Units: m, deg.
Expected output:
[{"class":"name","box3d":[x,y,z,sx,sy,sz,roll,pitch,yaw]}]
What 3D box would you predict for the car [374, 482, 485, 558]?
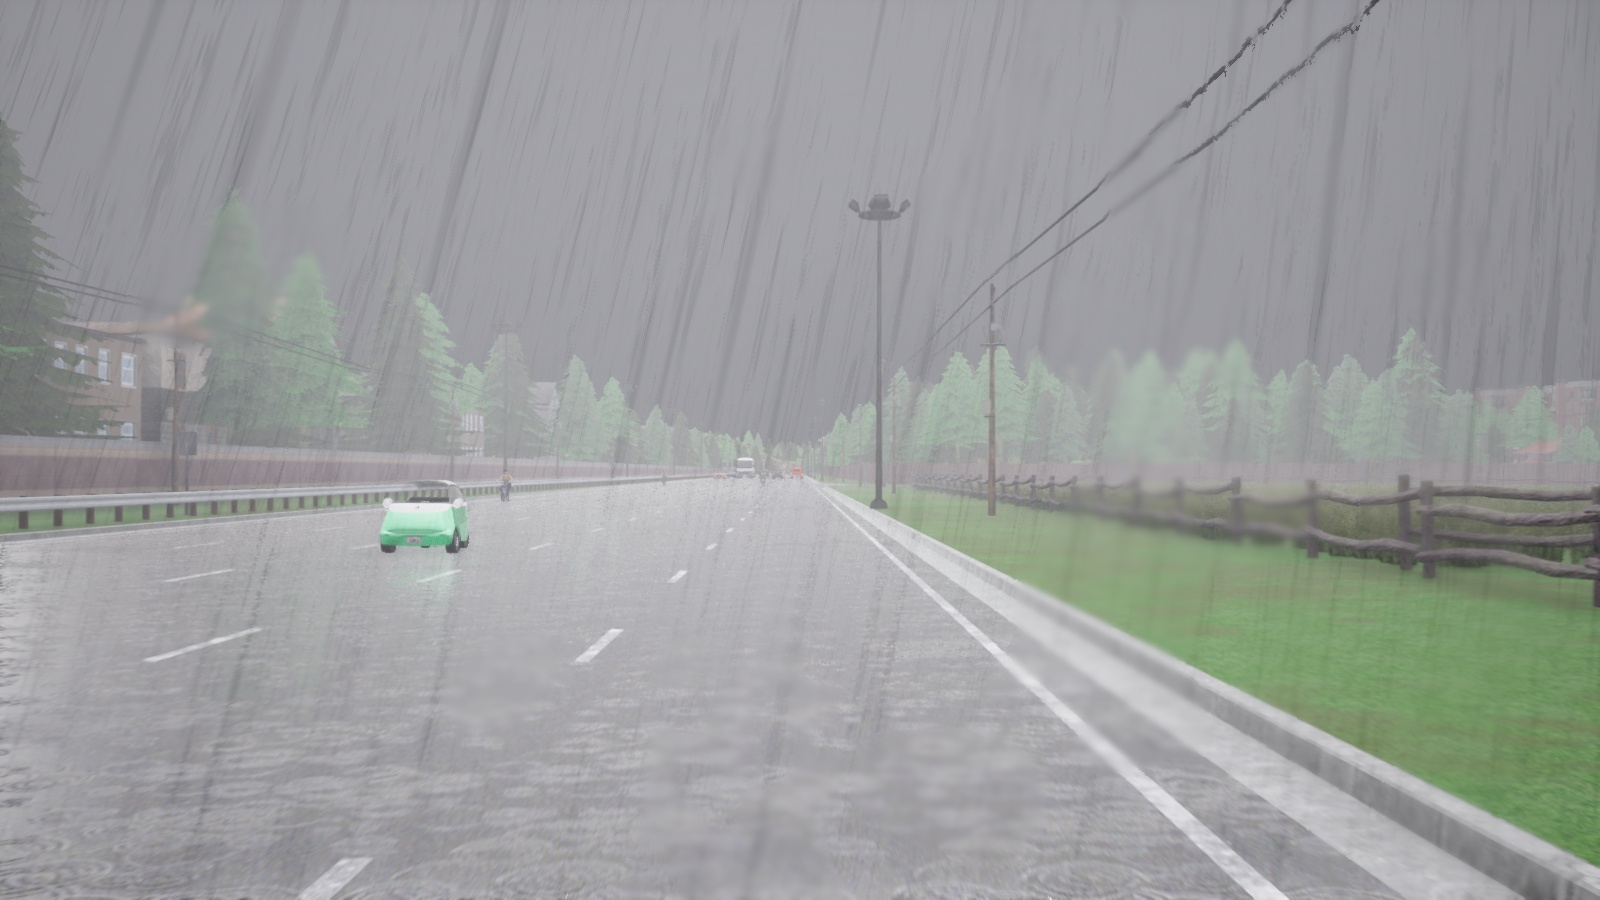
[{"class":"car","box3d":[-7.059,1.305,24.084,1.481,1.376,2.207,0,-1,0]}]
